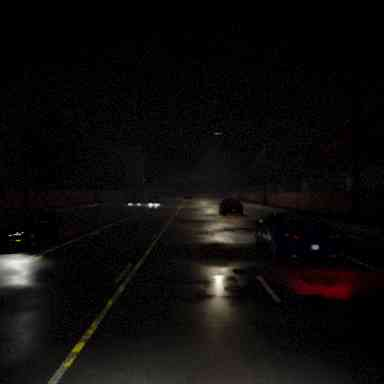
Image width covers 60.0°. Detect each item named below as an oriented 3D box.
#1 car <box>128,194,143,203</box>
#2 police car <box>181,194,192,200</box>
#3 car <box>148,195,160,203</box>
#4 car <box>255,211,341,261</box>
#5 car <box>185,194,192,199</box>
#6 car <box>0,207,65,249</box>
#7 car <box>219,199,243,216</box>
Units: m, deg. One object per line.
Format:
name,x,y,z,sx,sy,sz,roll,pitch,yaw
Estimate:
car,-10.510,1.199,61.939,2.097,1.767,4.553,0,0,0
police car,-1.043,1.216,84.475,1.930,1.638,5.238,0,0,0
car,-7.012,1.342,62.078,2.128,1.511,4.902,0,0,0
car,3.601,1.446,12.184,1.882,1.535,5.008,0,0,0
car,-1.042,1.244,94.368,1.882,1.535,5.008,0,0,0
car,-7.099,1.468,14.431,1.837,1.490,4.892,0,0,0
car,3.604,1.399,31.200,1.882,1.535,5.008,0,0,0
